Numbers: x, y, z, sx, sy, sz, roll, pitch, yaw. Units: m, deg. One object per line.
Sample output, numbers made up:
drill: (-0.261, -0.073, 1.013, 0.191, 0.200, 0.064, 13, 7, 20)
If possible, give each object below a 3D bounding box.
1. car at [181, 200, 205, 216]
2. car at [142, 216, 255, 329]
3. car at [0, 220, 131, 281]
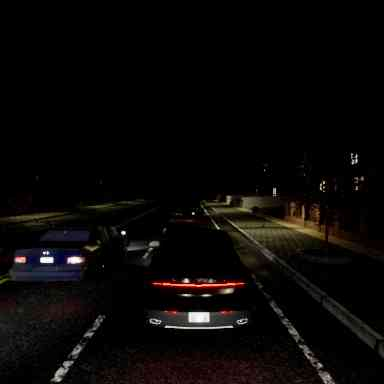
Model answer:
car: (0.100, 1.518, 29.789, 1.837, 1.490, 4.892, 0, 0, 0)
car: (0.099, 1.507, 7.077, 1.837, 1.490, 4.892, 0, 0, 0)
car: (-3.191, 1.550, 9.852, 2.033, 1.411, 5.357, 0, 0, 0)
